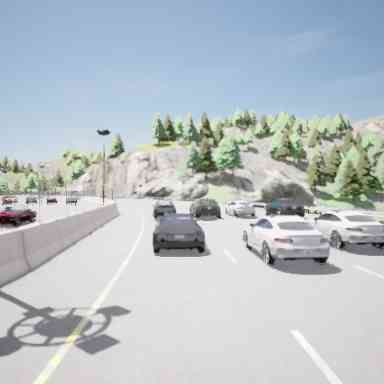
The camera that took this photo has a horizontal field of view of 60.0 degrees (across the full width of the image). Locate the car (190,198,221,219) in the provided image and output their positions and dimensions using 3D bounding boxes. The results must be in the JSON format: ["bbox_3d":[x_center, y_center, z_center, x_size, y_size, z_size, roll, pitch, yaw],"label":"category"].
[{"bbox_3d":[1.063,1.343,29.100,2.097,1.767,4.553,0,0,-9],"label":"car"}]

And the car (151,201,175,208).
[{"bbox_3d":[-2.480,1.489,29.166,2.128,1.511,4.902,0,0,-9],"label":"car"}]

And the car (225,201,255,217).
[{"bbox_3d":[4.385,1.509,30.549,1.812,1.442,4.674,0,0,-9],"label":"car"}]

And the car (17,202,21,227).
[{"bbox_3d":[-12.315,1.620,22.906,1.895,1.301,4.718,0,0,-8],"label":"car"}]

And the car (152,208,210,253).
[{"bbox_3d":[-0.599,1.562,13.818,1.994,1.385,4.181,0,0,-4],"label":"car"}]

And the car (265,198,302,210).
[{"bbox_3d":[8.090,1.328,29.483,2.097,1.767,4.553,0,0,-9],"label":"car"}]

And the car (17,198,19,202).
[{"bbox_3d":[-33.172,1.392,60.897,2.097,1.767,4.553,0,0,-21],"label":"car"}]

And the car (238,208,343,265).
[{"bbox_3d":[3.087,1.516,11.555,1.812,1.442,4.674,0,0,-4],"label":"car"}]

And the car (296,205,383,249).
[{"bbox_3d":[6.391,1.509,14.256,1.812,1.442,4.674,0,0,-4],"label":"car"}]
